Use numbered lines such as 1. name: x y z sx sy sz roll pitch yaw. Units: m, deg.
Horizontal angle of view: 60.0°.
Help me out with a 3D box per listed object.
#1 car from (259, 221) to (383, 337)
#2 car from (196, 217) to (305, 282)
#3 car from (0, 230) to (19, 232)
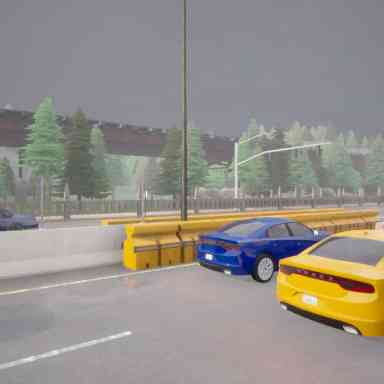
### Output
1. car: 3.799 1.478 6.464 5.008 1.535 1.882 0 0 -35
2. car: 2.438 1.478 9.793 5.008 1.535 1.882 0 0 -36
3. car: -11.066 1.548 17.490 5.357 1.411 2.033 0 0 -35
